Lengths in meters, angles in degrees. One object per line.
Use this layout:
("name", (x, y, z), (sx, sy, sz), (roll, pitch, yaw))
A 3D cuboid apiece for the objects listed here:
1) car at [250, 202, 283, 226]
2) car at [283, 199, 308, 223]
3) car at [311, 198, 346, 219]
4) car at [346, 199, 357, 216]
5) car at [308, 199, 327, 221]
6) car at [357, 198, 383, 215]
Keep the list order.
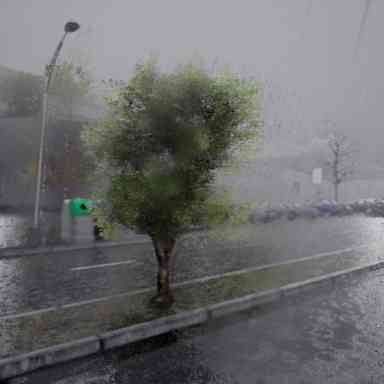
("car", (3.534, 1.512, 23.407), (4.792, 1.488, 2.163), (-1, 0, 31))
("car", (5.856, 1.486, 25.253), (4.892, 1.521, 2.231), (-1, 0, 31))
("car", (10.381, 1.495, 29.053), (5.008, 1.535, 2.097), (-1, 0, 30))
("car", (12.586, 1.377, 31.005), (4.553, 1.767, 2.185), (0, -1, 29))
("car", (8.125, 1.530, 27.152), (4.674, 1.452, 2.002), (-1, -1, 31))
("car", (17.032, 1.520, 34.902), (4.892, 1.521, 2.231), (0, 0, 28))
